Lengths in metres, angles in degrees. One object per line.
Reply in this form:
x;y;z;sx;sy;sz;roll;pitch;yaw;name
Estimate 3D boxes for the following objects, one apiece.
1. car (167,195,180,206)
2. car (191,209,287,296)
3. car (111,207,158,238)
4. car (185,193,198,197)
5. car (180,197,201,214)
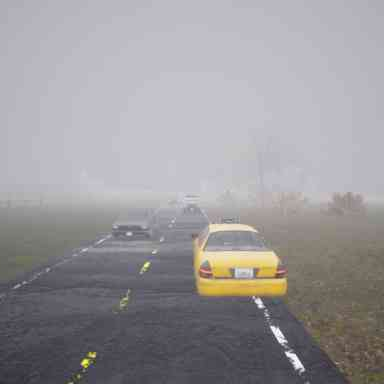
-2.885;1.340;54.542;2.097;1.767;4.553;0;0;0;car
0.943;1.454;8.634;1.801;1.575;5.366;0;0;0;car
-2.894;1.543;17.980;2.033;1.411;5.357;0;0;0;car
-0.086;1.212;45.226;2.150;2.045;5.566;0;0;0;car
-0.009;1.518;34.900;1.812;1.442;4.674;0;0;0;car
